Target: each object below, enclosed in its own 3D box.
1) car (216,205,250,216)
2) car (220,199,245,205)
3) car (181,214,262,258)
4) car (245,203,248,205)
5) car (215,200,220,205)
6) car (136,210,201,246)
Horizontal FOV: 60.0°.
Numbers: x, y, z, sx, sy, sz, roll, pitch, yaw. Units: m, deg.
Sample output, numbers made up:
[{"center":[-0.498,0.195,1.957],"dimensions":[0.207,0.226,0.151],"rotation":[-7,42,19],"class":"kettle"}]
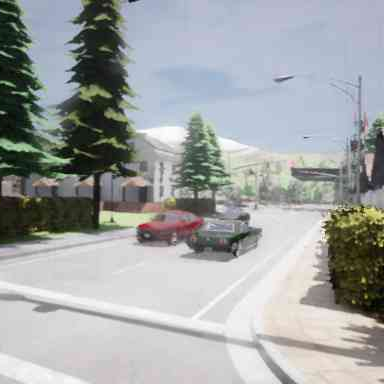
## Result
[{"center":[3.295,2.034,26.812],"dimensions":[2.033,1.411,5.357],"rotation":[1,-1,24],"class":"car"},{"center":[8.782,2.353,71.889],"dimensions":[3.866,1.878,1.905],"rotation":[1,-1,23],"class":"car"},{"center":[1.580,1.864,14.217],"dimensions":[1.895,1.301,4.718],"rotation":[1,-1,26],"class":"car"},{"center":[10.661,2.716,74.690],"dimensions":[3.806,1.475,1.970],"rotation":[1,-1,23],"class":"car"},{"center":[8.485,2.830,89.175],"dimensions":[4.514,1.523,2.007],"rotation":[1,-1,23],"class":"car"},{"center":[-0.983,1.735,17.145],"dimensions":[1.882,1.535,5.008],"rotation":[1,-1,24],"class":"car"}]
